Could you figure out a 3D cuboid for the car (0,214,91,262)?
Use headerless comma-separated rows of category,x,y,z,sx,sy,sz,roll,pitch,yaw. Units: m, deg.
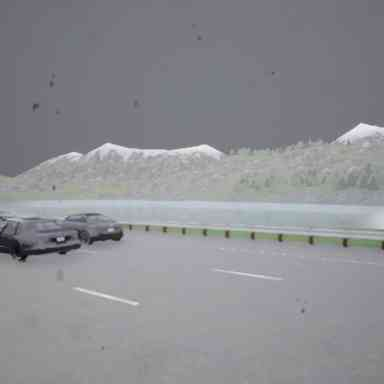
car,-6.528,1.688,12.828,5.357,1.411,2.033,-1,0,36

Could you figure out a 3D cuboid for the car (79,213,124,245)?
car,-5.299,1.716,16.260,4.181,1.385,1.994,-1,0,36
